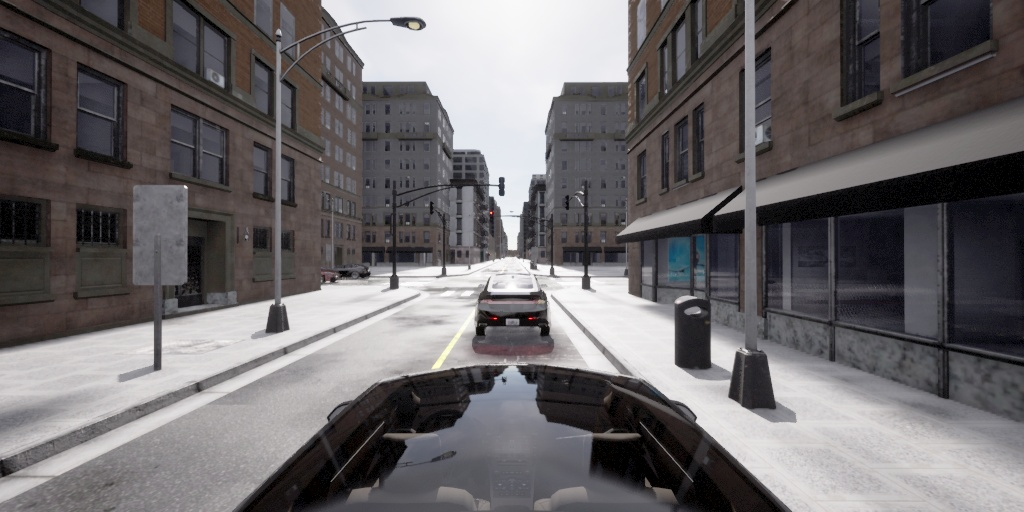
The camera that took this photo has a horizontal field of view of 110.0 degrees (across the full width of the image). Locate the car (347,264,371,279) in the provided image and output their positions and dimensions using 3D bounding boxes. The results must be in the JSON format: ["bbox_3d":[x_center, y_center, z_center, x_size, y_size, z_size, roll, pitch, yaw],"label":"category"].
[{"bbox_3d":[-14.677,1.329,31.557,4.313,1.339,1.948,0,0,0],"label":"car"}]

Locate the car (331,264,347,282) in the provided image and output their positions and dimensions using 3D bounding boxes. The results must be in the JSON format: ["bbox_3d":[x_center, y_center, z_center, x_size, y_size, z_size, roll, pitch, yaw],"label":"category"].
[{"bbox_3d":[-14.735,1.299,26.075,4.181,1.385,1.994,0,0,0],"label":"car"}]

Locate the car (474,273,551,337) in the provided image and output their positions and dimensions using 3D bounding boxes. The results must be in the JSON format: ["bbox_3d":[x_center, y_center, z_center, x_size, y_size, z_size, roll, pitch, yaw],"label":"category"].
[{"bbox_3d":[0.024,1.241,10.341,2.128,1.511,4.902,0,0,0],"label":"car"}]

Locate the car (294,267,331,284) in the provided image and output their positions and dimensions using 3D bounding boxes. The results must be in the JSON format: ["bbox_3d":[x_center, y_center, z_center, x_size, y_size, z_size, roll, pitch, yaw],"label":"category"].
[{"bbox_3d":[-14.707,1.288,23.531,4.313,1.339,1.948,0,0,0],"label":"car"}]
